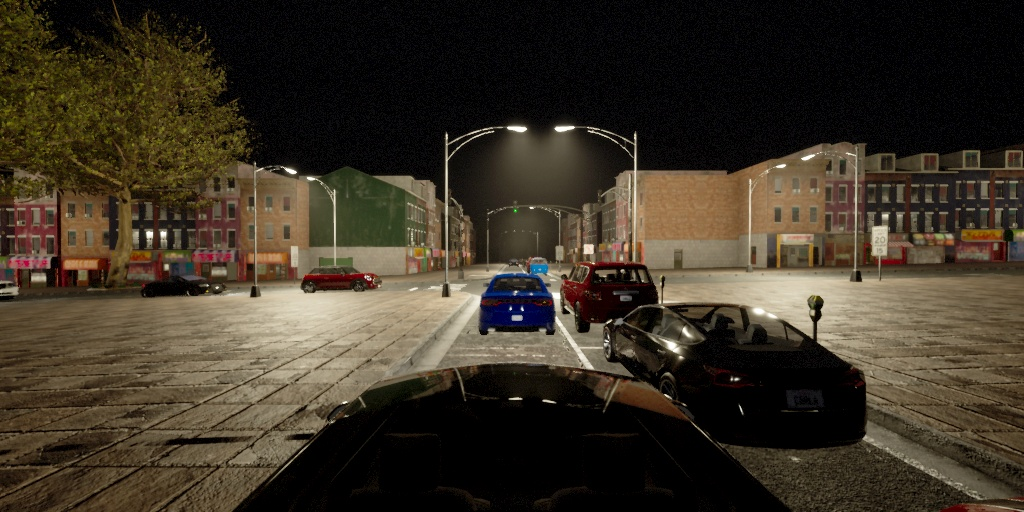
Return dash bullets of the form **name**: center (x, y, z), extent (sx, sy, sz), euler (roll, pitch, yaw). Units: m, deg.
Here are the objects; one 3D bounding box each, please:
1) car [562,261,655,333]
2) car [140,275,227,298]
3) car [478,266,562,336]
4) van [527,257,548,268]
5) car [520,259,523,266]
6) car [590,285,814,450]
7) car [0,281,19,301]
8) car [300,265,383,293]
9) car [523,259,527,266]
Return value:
- **car**: center (2.666, 1.064, 10.695), extent (2.192, 1.841, 5.009), euler (0, 0, 0)
- **car**: center (-20.516, 1.870, 22.501), extent (4.181, 1.385, 1.994), euler (-2, 1, 0)
- **car**: center (0.146, 1.227, 10.476), extent (1.882, 1.535, 5.008), euler (0, 0, 1)
- **van**: center (2.760, 1.104, 37.056), extent (1.690, 1.789, 3.998), euler (0, 0, 0)
- **car**: center (2.856, 1.356, 64.087), extent (2.007, 1.370, 4.403), euler (0, 0, 0)
- **car**: center (2.646, 1.315, 5.293), extent (1.948, 1.339, 4.313), euler (0, 0, 0)
- **car**: center (-34.931, 1.982, 22.555), extent (5.566, 2.045, 2.150), euler (-2, 1, 0)
- **car**: center (-10.576, 1.369, 22.472), extent (4.553, 1.767, 2.097), euler (-2, 1, 0)
- **car**: center (2.779, 1.084, 42.462), extent (2.192, 1.841, 5.009), euler (0, 0, 0)
